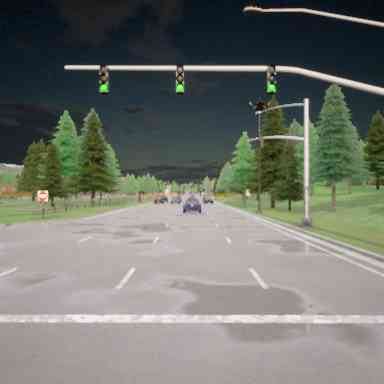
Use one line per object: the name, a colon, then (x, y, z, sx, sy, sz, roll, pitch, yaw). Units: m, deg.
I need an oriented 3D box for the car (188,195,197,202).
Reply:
car: (0.050, 1.528, 80.602, 2.097, 1.767, 4.553, 0, 0, 0)

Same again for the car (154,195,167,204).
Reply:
car: (-6.956, 1.815, 70.632, 1.812, 1.442, 4.674, 0, 0, 0)

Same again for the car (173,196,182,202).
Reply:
car: (-3.450, 1.712, 80.633, 2.033, 1.411, 5.357, 0, 0, 0)

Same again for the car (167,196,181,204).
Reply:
car: (-3.456, 1.828, 70.213, 2.033, 1.411, 5.357, 0, 0, 0)

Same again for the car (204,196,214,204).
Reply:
car: (3.544, 1.886, 70.655, 1.895, 1.301, 4.718, 0, 0, 0)

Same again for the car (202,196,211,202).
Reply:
car: (3.550, 1.712, 80.629, 2.033, 1.411, 5.357, 0, 0, 0)

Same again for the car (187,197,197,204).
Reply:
car: (0.044, 1.842, 70.594, 1.994, 1.385, 4.181, 0, 0, 0)

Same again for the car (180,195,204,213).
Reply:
car: (0.025, 1.519, 39.569, 2.097, 1.767, 4.553, 0, 0, 0)

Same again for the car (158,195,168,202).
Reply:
car: (-6.950, 1.528, 80.606, 2.097, 1.767, 4.553, 0, 0, 0)
